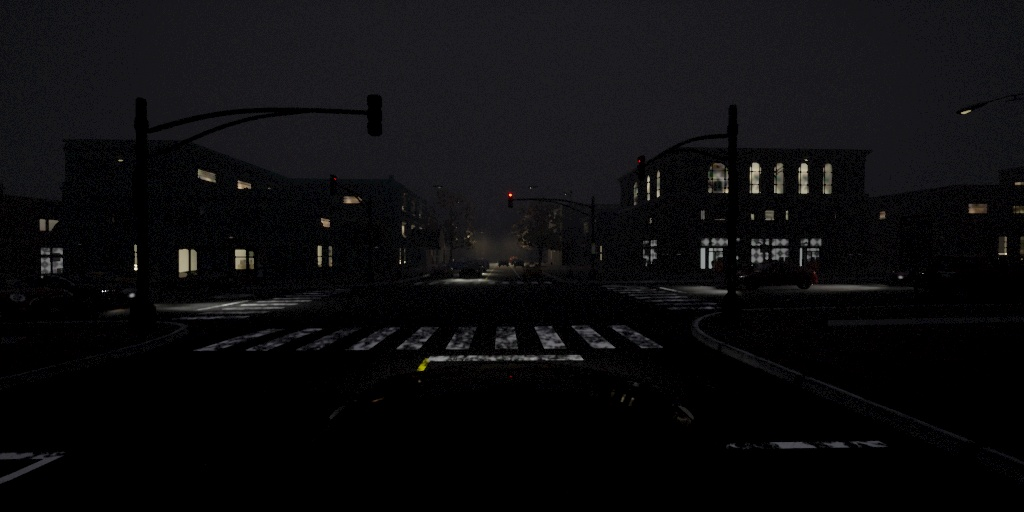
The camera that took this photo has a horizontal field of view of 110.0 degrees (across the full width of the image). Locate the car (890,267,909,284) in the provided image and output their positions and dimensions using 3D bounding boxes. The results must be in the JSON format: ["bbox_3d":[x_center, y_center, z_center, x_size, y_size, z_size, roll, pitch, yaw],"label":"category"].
[{"bbox_3d":[24.410,0.906,20.366,4.902,1.511,2.128,-1,1,-2],"label":"car"}]

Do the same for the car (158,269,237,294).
[{"bbox_3d":[-18.678,1.472,21.093,4.313,1.339,1.948,0,0,-2],"label":"car"}]

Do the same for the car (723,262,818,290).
[{"bbox_3d":[14.306,1.062,19.928,4.674,1.442,1.812,-1,1,-2],"label":"car"}]

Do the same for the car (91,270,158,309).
[{"bbox_3d":[-18.774,1.454,15.286,4.902,1.511,2.128,-1,1,-2],"label":"car"}]

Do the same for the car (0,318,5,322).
[{"bbox_3d":[-5.661,1.295,1.086,1.888,1.381,4.507,0,0,-1],"label":"car"}]

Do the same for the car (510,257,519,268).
[{"bbox_3d":[1.178,1.285,61.531,2.007,1.370,4.403,0,0,-1],"label":"car"}]

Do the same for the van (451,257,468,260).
[{"bbox_3d":[-6.775,1.080,44.683,1.690,1.789,3.998,0,0,-1],"label":"van"}]

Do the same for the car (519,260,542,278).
[{"bbox_3d":[1.881,1.268,33.979,1.751,1.417,4.829,0,0,-1],"label":"car"}]

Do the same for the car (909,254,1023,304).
[{"bbox_3d":[19.642,0.842,14.370,5.009,1.841,2.192,0,0,-2],"label":"car"}]

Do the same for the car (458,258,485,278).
[{"bbox_3d":[-3.920,1.220,34.421,1.882,1.535,5.008,0,0,-2],"label":"car"}]

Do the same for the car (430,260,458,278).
[{"bbox_3d":[-6.492,1.324,33.595,1.802,1.307,4.207,0,0,-1],"label":"car"}]

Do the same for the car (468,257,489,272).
[{"bbox_3d":[-4.180,1.217,44.461,1.882,1.535,5.008,0,0,-1],"label":"car"}]

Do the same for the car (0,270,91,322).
[{"bbox_3d":[-18.346,1.422,12.752,4.097,1.591,1.967,0,0,-2],"label":"car"}]
